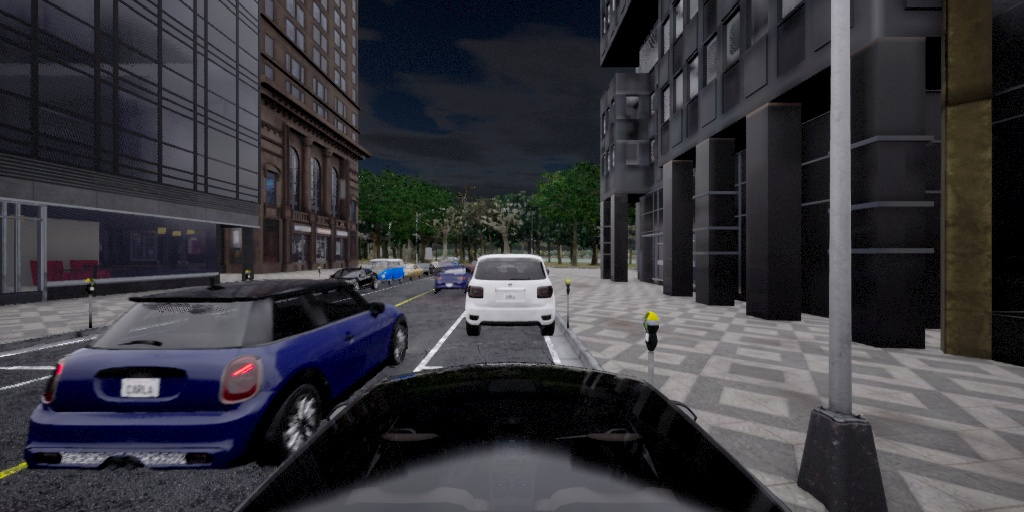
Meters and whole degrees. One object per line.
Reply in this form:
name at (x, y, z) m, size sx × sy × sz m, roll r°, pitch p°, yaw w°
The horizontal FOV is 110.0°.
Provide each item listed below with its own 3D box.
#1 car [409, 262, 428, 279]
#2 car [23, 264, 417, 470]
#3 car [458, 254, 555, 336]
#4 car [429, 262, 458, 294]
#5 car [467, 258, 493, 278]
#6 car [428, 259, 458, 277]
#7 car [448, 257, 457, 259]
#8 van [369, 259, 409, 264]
car at (-8.908, 1.280, 30.691) m, size 1.751 × 1.417 × 4.829 m, roll 0°, pitch 0°, yaw 0°
car at (-3.052, 1.102, 5.073) m, size 2.097 × 1.767 × 4.553 m, roll 0°, pitch 0°, yaw 0°
car at (-0.039, 0.971, 10.530) m, size 2.150 × 2.045 × 5.566 m, roll 0°, pitch 0°, yaw 0°
car at (-3.145, 1.277, 20.298) m, size 1.812 × 1.442 × 4.674 m, roll 0°, pitch 0°, yaw 0°
car at (-3.053, 1.107, 34.815) m, size 2.097 × 1.767 × 4.553 m, roll 0°, pitch 0°, yaw 0°
car at (-6.240, 1.303, 34.579) m, size 2.033 × 1.411 × 5.357 m, roll 0°, pitch 0°, yaw 0°
car at (-8.908, 1.201, 47.173) m, size 1.967 × 1.591 × 4.097 m, roll 0°, pitch 0°, yaw 0°
van at (-8.908, 1.093, 25.423) m, size 1.690 × 1.789 × 3.998 m, roll 0°, pitch 0°, yaw 0°
